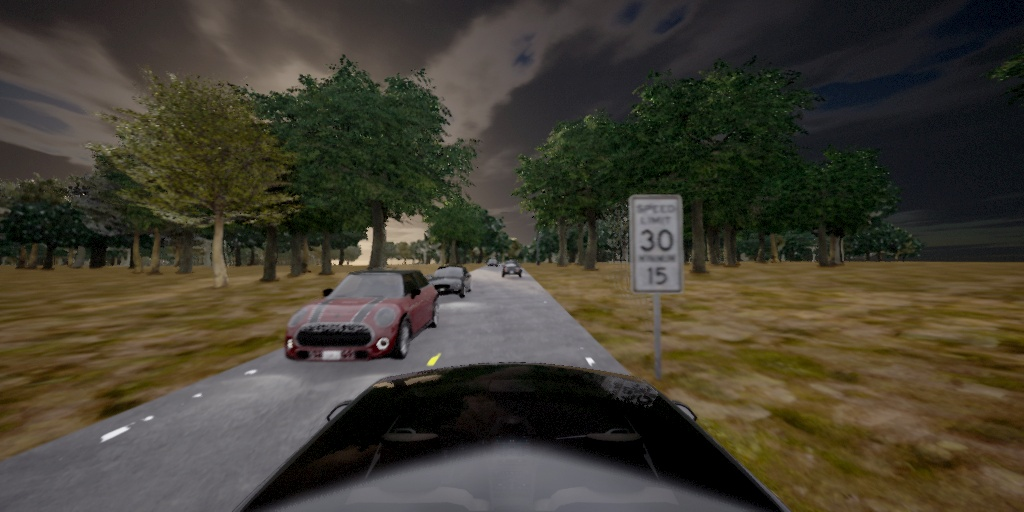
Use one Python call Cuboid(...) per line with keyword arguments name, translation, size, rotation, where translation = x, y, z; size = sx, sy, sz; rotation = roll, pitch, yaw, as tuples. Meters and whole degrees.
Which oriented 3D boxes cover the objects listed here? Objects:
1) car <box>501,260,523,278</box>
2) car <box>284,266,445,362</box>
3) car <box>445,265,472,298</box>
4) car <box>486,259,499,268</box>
Cuboid(name="car", translation=(-0.033, 1.266, 34.370), size=(1.812, 1.442, 4.674), rotation=(0, 0, 0))
Cuboid(name="car", translation=(-3.119, 1.107, 8.421), size=(2.097, 1.767, 4.553), rotation=(0, 0, 0))
Cuboid(name="car", translation=(-3.149, 1.259, 18.589), size=(1.837, 1.490, 4.892), rotation=(0, 0, 0))
Cuboid(name="car", translation=(-3.292, 1.220, 62.036), size=(1.837, 1.490, 4.892), rotation=(0, 0, 0))
